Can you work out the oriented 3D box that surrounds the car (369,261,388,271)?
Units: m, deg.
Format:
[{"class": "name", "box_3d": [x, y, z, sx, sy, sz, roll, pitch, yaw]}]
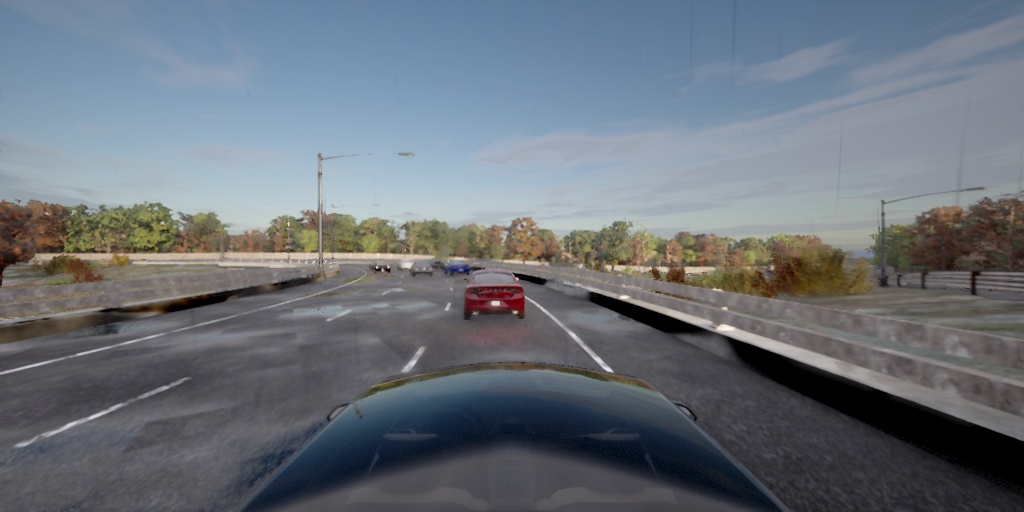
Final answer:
[{"class": "car", "box_3d": [-17.887, 1.299, 47.917, 1.895, 1.301, 4.718, 0, 0, -26]}]

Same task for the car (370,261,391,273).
[{"class": "car", "box_3d": [-15.423, 1.303, 42.510, 1.895, 1.301, 4.718, 0, 0, -22]}]

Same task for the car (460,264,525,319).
[{"class": "car", "box_3d": [-0.715, 1.196, 12.721, 1.882, 1.535, 5.008, 0, 0, -6]}]

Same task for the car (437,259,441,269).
[{"class": "car", "box_3d": [-10.606, 1.159, 48.847, 1.837, 1.490, 4.892, 0, 1, -25]}]

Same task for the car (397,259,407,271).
[{"class": "car", "box_3d": [-14.449, 1.200, 48.807, 1.812, 1.442, 4.674, 0, 0, -25]}]

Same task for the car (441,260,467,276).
[{"class": "car", "box_3d": [-5.620, 1.144, 36.258, 1.882, 1.535, 5.008, 0, 0, -20]}]

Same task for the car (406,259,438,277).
[{"class": "car", "box_3d": [-8.761, 1.238, 34.651, 2.033, 1.411, 5.357, 0, 0, -20]}]
